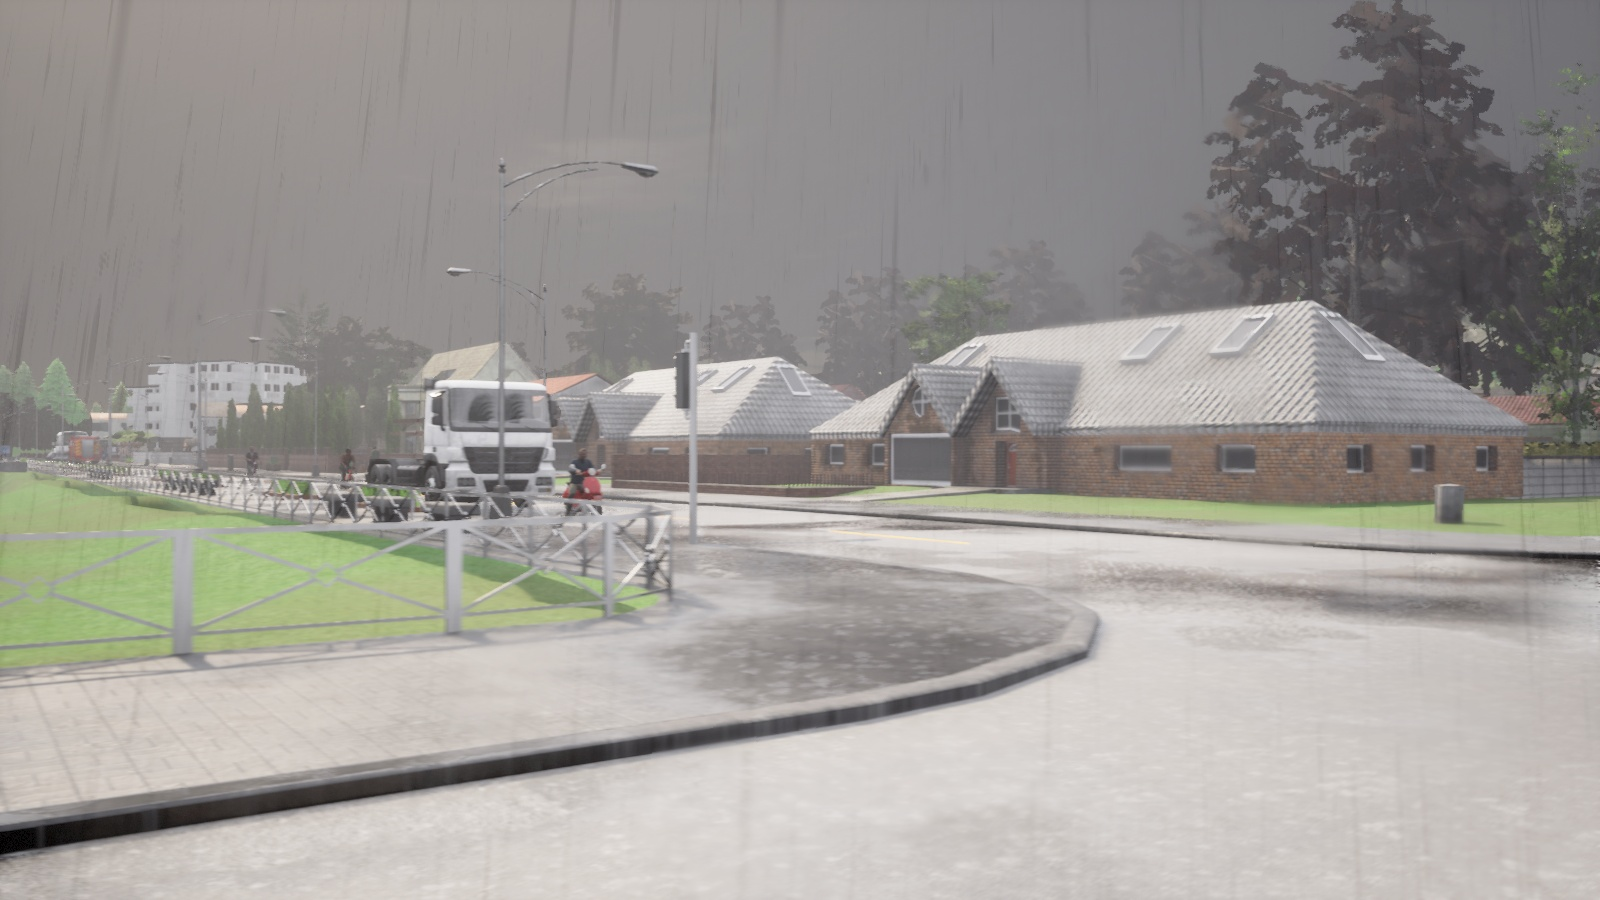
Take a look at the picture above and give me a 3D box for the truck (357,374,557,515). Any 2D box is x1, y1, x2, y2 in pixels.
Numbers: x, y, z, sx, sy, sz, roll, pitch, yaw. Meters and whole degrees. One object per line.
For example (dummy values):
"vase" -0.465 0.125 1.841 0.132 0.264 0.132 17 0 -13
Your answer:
"truck" -9.743 -0.129 34.945 2.891 3.462 7.936 0 0 -35

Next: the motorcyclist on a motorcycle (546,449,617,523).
"motorcyclist on a motorcycle" -4.882 0.777 27.938 0.866 1.590 1.817 0 0 -35
